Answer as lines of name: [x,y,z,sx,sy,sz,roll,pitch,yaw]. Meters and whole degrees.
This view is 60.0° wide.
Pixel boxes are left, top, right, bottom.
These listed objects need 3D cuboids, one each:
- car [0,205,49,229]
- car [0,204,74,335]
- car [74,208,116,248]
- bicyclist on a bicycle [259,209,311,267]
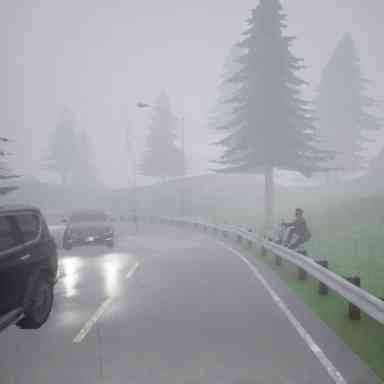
car: [-11.757,1.555,21.571,4.181,1.385,1.994,0,0,11]
car: [-3.563,1.220,4.025,2.150,2.045,5.566,0,0,0]
car: [-4.523,1.494,14.527,1.837,1.490,4.892,0,0,-19]
bicyclist on a bicycle: [2.995,1.297,10.024,1.656,1.620,0.582,33,-6,2]
